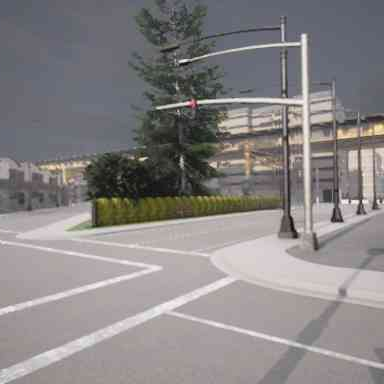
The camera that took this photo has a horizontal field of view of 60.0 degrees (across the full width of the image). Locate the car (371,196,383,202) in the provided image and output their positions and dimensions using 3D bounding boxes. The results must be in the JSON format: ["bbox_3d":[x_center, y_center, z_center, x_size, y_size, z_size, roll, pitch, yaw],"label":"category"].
[{"bbox_3d":[38.065,1.434,67.546,1.853,1.218,4.536,-1,-1,16],"label":"car"}]

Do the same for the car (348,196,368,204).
[{"bbox_3d":[34.868,1.682,70.186,4.974,1.542,2.038,-1,-1,-29],"label":"car"}]

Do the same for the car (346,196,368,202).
[{"bbox_3d":[34.911,1.524,70.214,4.536,1.218,1.853,-1,-1,-29],"label":"car"}]

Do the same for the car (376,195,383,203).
[{"bbox_3d":[38.054,1.592,67.494,2.038,1.542,4.974,-1,-1,16],"label":"car"}]
